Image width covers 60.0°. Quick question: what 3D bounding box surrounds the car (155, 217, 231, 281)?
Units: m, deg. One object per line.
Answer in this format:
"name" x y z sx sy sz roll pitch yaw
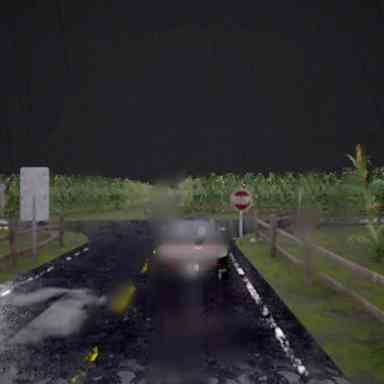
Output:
"car" 0.009 1.485 9.835 2.128 1.511 4.902 0 0 -1
